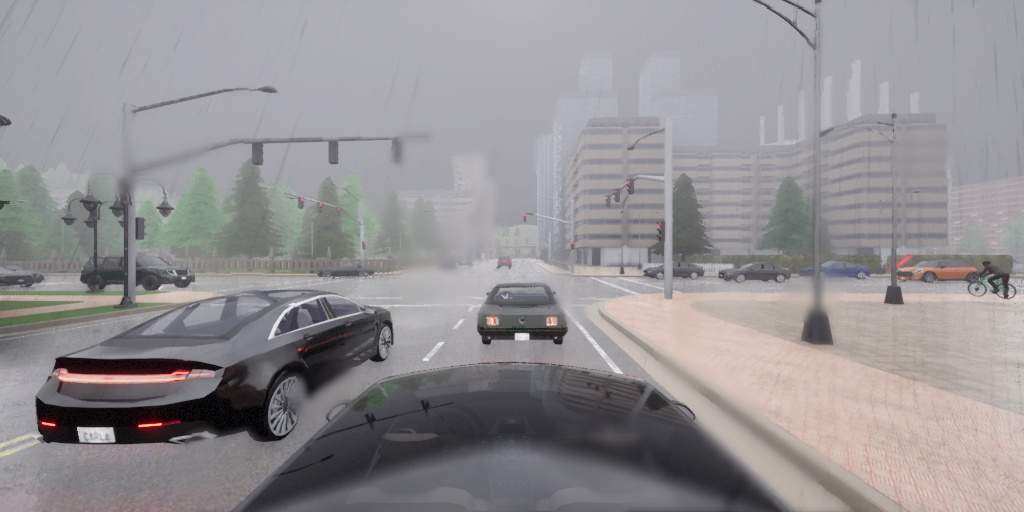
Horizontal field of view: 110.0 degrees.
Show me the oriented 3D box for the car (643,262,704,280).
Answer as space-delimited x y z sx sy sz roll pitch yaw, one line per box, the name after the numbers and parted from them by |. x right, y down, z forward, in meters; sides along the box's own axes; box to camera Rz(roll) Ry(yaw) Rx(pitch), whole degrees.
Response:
13.962 1.255 31.089 4.892 1.490 1.837 0 0 2 | car

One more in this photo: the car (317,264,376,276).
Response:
-14.730 1.351 32.069 4.718 1.301 1.895 0 0 -22 | car

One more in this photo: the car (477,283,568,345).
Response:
0.263 1.351 9.494 1.895 1.301 4.718 0 0 1 | car

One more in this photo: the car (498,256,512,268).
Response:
-1.143 0.971 59.636 2.150 2.045 5.566 0 0 2 | car

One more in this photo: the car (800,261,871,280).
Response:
27.509 1.228 30.639 5.008 1.535 1.882 0 0 2 | car

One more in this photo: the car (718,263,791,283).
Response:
18.483 1.255 27.438 4.892 1.490 1.837 0 0 2 | car

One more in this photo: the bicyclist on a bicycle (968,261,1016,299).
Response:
21.181 1.051 15.859 0.582 1.620 1.656 0 0 2 | bicyclist on a bicycle

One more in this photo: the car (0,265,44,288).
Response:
-32.415 1.228 21.939 5.008 1.535 1.882 0 0 2 | car

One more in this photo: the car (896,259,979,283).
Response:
31.752 1.101 26.994 4.553 1.767 2.097 0 0 2 | car

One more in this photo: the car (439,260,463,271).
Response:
-8.678 1.297 49.739 2.033 1.411 5.357 0 0 2 | car

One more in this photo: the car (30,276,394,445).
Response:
-3.330 1.242 5.343 2.128 1.511 4.902 0 0 1 | car

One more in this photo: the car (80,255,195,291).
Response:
-22.429 0.971 21.581 5.566 2.045 2.150 0 0 2 | car
